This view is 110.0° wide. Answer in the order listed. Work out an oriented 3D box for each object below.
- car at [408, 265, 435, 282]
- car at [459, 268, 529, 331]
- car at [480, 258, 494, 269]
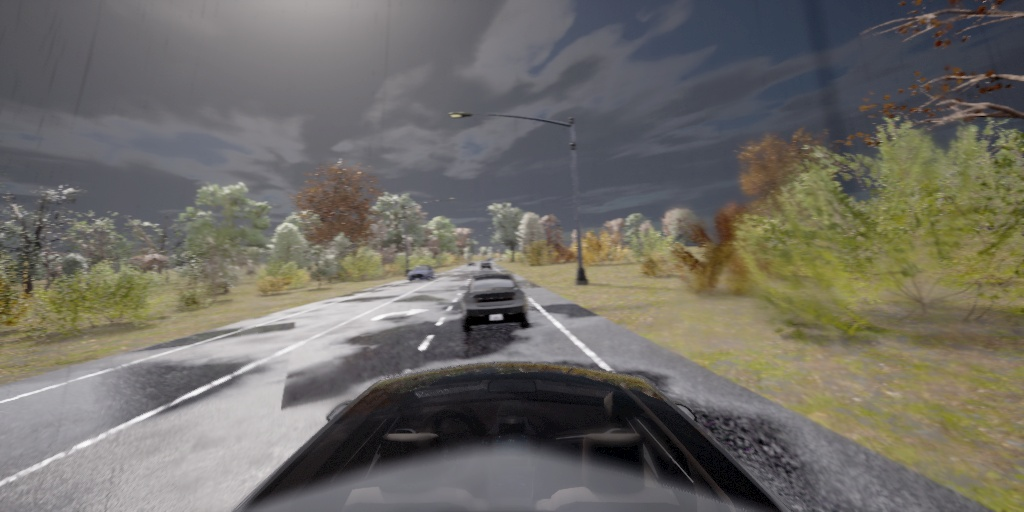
[{"bbox_3d":[-9.547,1.731,37.986,2.097,1.767,4.553,-3,0,-3],"label":"car"},{"bbox_3d":[-0.597,1.311,11.438,1.837,1.490,4.892,-4,0,-4],"label":"car"},{"bbox_3d":[-4.421,1.572,60.870,1.837,1.490,4.892,-4,0,-4],"label":"car"}]
